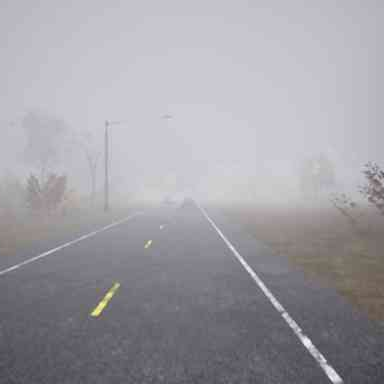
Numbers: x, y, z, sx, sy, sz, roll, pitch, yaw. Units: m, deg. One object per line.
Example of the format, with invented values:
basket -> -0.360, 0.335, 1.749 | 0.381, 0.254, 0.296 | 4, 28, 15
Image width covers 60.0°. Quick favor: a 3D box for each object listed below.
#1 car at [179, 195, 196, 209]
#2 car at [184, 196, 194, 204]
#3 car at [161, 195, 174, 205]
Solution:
car -> -0.429, 1.509, 45.544 | 2.128, 1.511, 4.902 | 0, 0, -1
car -> -0.650, 1.510, 63.452 | 1.837, 1.490, 4.892 | 0, 0, -1
car -> -4.227, 1.365, 57.997 | 2.097, 1.767, 4.553 | 0, 0, 0
